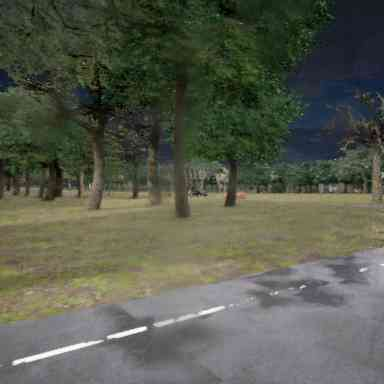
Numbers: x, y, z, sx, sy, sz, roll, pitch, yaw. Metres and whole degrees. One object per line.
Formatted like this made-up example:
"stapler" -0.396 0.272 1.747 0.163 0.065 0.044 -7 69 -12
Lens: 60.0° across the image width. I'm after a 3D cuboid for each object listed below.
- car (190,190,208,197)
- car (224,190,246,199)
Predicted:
"car" 1.531 0.384 74.175 1.837 1.490 4.892 2 -1 -36
"car" 8.375 0.471 64.678 2.097 1.767 4.553 2 -1 -36
